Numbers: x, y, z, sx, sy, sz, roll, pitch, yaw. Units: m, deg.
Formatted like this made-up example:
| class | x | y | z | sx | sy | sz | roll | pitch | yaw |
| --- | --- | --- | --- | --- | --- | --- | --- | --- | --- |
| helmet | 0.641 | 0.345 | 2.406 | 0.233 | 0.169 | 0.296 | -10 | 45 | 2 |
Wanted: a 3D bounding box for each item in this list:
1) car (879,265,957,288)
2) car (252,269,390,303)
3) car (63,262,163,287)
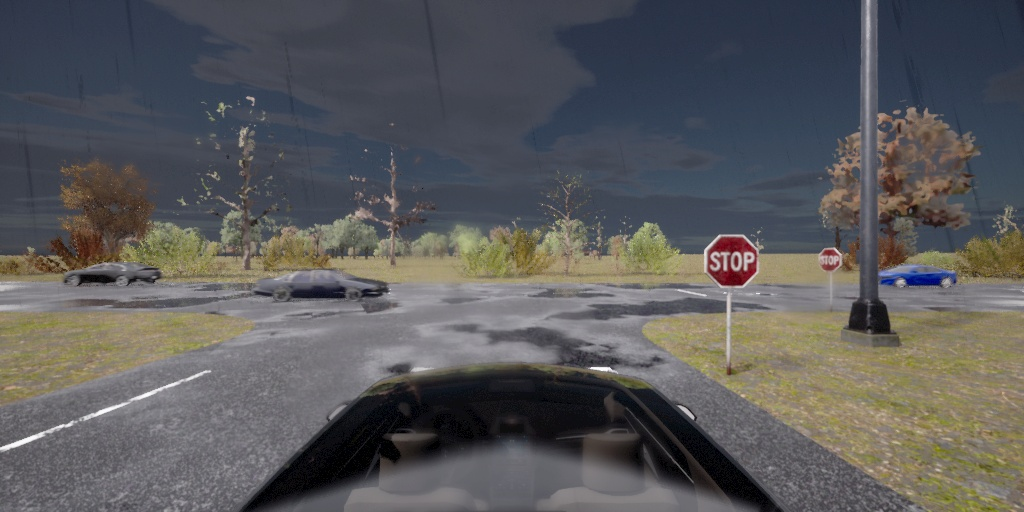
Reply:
| class | x | y | z | sx | sy | sz | roll | pitch | yaw |
| --- | --- | --- | --- | --- | --- | --- | --- | --- | --- |
| car | 26.522 | 1.338 | 23.952 | 5.008 | 1.535 | 1.882 | 0 | 0 | -2 |
| car | -8.385 | 1.280 | 16.009 | 5.357 | 1.411 | 2.033 | 0 | 0 | -2 |
| car | -24.992 | 1.132 | 22.539 | 4.902 | 1.511 | 2.128 | 0 | 0 | -2 |
